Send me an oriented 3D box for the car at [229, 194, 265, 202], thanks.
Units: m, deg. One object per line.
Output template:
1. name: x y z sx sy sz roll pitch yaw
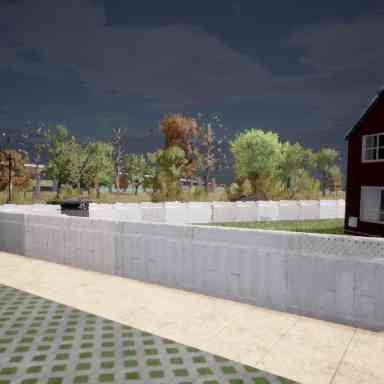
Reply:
1. car: 7.002 1.008 41.983 4.892 1.490 1.837 0 2 -18

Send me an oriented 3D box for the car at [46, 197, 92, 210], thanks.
1. car: -13.042 1.245 35.296 4.718 1.301 1.895 0 2 -18

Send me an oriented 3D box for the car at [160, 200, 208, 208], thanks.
1. car: -0.637 1.435 28.973 4.674 1.442 1.812 0 2 -18
